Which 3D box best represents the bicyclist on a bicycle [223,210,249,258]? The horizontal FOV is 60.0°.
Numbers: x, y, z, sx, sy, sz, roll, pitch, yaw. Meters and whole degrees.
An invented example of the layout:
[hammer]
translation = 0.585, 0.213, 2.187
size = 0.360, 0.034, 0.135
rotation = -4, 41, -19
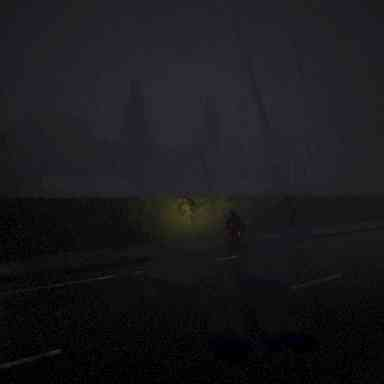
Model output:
[bicyclist on a bicycle]
translation = 1.522, 1.455, 11.721
size = 0.582, 1.620, 1.656
rotation = 0, -2, -24
